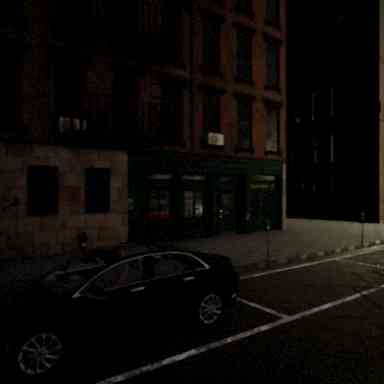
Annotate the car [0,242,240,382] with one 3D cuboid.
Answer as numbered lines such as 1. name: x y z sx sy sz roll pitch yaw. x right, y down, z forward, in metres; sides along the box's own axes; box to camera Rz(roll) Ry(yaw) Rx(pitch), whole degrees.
1. car: -1.179 1.547 5.346 4.403 1.369 2.008 0 0 -35
